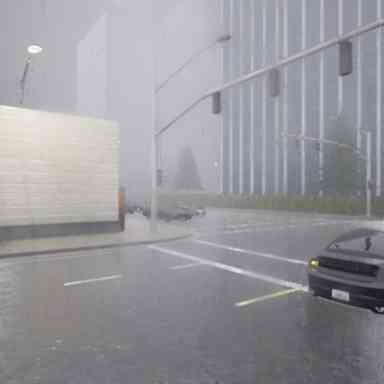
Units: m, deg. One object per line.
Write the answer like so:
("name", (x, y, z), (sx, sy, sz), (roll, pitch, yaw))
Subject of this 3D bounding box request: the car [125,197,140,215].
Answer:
("car", (-8.118, 1.331, 35.727), (2.150, 2.045, 5.566), (0, 0, -36))

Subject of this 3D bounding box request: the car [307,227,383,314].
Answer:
("car", (4.441, 1.542, 7.259), (4.892, 1.490, 1.837), (0, 0, -39))

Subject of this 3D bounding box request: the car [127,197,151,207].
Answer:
("car", (-8.838, 1.656, 55.082), (1.837, 1.490, 4.892), (0, 0, -36))

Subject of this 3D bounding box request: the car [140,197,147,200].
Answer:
("car", (-6.104, 1.628, 38.931), (1.837, 1.490, 4.892), (0, 0, -35))

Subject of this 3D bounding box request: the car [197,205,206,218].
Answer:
("car", (-0.629, 1.616, 31.269), (2.128, 1.511, 4.902), (0, 0, -36))

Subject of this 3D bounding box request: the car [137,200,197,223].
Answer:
("car", (-2.192, 1.658, 27.438), (2.033, 1.411, 5.357), (0, 0, -36))
